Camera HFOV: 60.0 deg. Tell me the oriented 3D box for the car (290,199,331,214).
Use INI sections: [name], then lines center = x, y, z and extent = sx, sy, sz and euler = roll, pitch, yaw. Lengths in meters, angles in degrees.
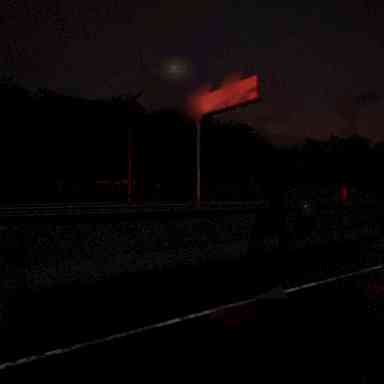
[car]
center = 12.193, 1.476, 34.144
extent = 4.553, 1.767, 2.097
euler = 0, 0, -35
